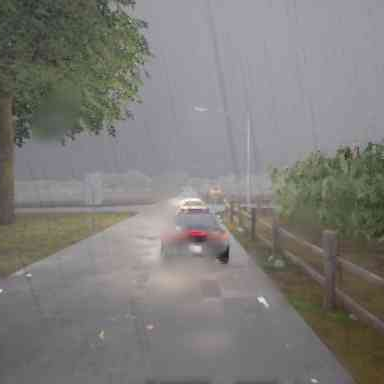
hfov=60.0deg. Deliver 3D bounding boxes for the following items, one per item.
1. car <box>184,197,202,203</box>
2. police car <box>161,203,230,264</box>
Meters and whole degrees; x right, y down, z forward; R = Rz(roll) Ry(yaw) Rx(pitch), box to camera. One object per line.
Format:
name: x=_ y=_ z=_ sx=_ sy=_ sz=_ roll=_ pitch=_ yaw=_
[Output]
car: x=0.062 y=1.148 z=23.375 sx=1.801 sy=1.575 sz=5.366 roll=0 pitch=1 yaw=0
police car: x=0.104 y=1.329 z=11.261 sx=2.038 sy=1.542 sz=4.974 roll=0 pitch=0 yaw=0
